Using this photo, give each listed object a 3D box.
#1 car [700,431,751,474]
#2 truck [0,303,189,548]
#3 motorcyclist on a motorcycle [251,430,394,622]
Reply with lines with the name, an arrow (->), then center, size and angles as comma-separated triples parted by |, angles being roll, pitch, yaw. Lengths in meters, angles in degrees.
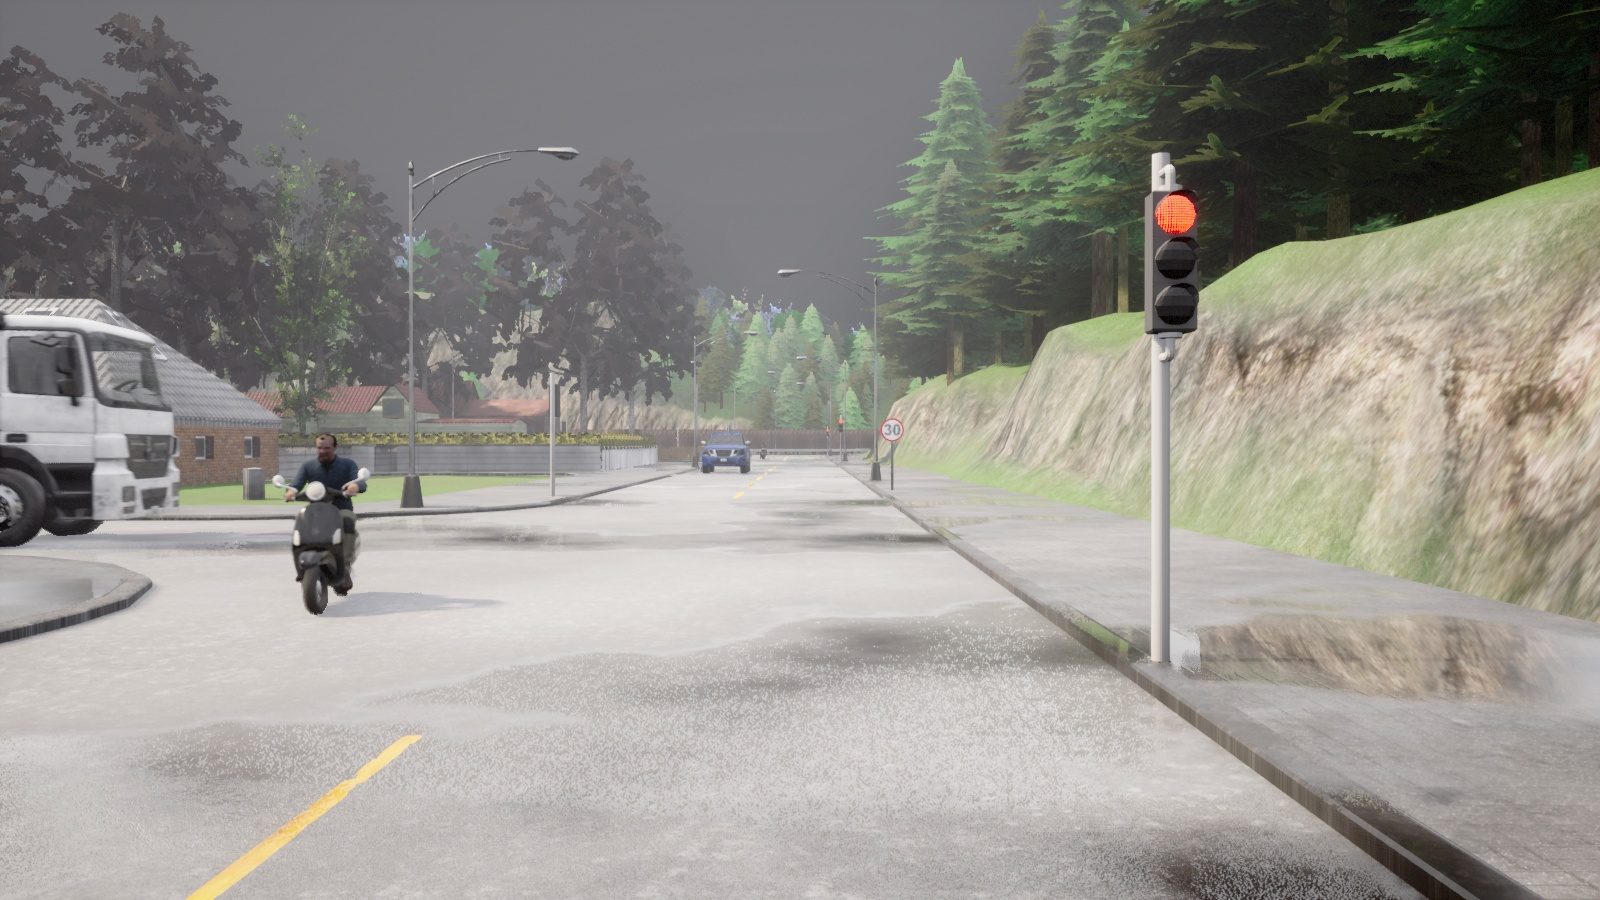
car -> -3.633, 0.110, 62.374 | 2.150, 2.045, 5.566 | 0, 0, 0
truck -> -13.831, -0.353, 18.783 | 7.936, 3.462, 2.891 | 0, 0, -9
motorcyclist on a motorcycle -> -4.319, 0.631, 11.507 | 0.866, 1.590, 1.817 | -2, 1, -10
